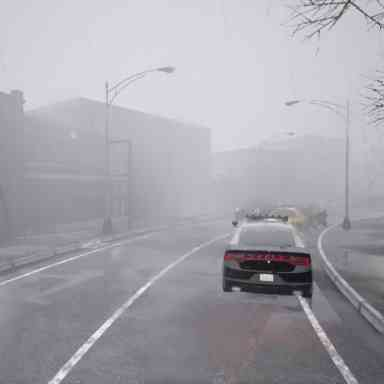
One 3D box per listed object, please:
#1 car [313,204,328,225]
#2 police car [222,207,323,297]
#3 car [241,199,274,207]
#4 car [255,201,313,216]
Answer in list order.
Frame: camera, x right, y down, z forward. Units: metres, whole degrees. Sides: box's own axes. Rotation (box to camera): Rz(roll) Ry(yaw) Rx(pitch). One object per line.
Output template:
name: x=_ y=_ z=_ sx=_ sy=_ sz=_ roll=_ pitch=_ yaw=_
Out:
car: x=7.784 y=1.535 z=22.433 sx=1.837 sy=1.490 sz=4.892 roll=1 pitch=0 yaw=34
police car: x=1.976 y=1.427 z=8.856 sx=1.930 sy=1.638 sz=5.238 roll=0 pitch=0 yaw=12
car: x=5.111 y=1.334 z=25.674 sx=2.097 sy=1.767 sz=4.553 roll=1 pitch=0 yaw=36
car: x=5.086 y=1.469 z=17.736 sx=1.801 sy=1.575 sz=5.366 roll=1 pitch=0 yaw=26
